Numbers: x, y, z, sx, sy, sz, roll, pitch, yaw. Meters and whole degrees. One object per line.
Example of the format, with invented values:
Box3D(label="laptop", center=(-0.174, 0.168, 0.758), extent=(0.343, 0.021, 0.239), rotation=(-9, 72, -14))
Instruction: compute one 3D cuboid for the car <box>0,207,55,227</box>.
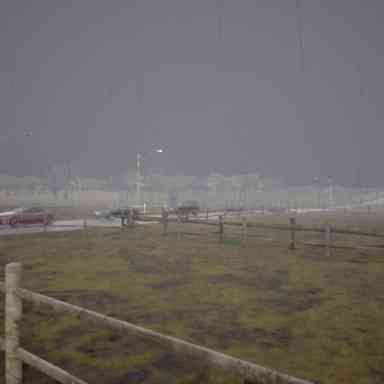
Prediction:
Box3D(label="car", center=(-12.566, 1.823, 25.123), extent=(1.994, 1.385, 4.181), rotation=(1, -1, 36))

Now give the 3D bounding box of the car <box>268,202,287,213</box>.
Box3D(label="car", center=(15.330, 2.769, 59.591), extent=(2.097, 1.767, 4.553), rotation=(1, -1, 37))

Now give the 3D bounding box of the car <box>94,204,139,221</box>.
Box3D(label="car", center=(-7.297, 1.948, 32.586), extent=(2.128, 1.511, 4.902), rotation=(1, -1, 35))

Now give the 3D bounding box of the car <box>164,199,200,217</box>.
Box3D(label="car", center=(-1.224, 1.928, 41.183), extent=(2.150, 2.045, 5.566), rotation=(1, -1, 36))

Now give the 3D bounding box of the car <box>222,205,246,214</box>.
Box3D(label="car", center=(6.613, 2.662, 52.198), extent=(1.895, 1.301, 4.718), rotation=(1, -1, 36))
